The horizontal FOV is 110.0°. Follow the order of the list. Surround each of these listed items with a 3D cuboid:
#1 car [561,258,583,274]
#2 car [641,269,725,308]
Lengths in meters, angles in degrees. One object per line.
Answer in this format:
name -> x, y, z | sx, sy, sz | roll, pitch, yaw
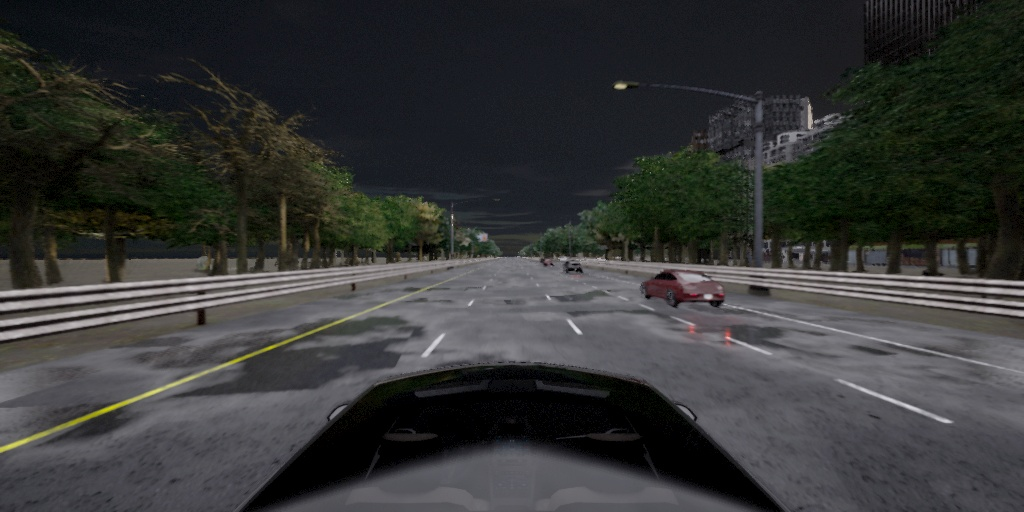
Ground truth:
car -> 7.028, 1.268, 42.124 | 1.837, 1.490, 4.892 | 0, 0, 0
car -> 7.006, 1.282, 15.091 | 1.812, 1.442, 4.674 | 0, 0, 0
